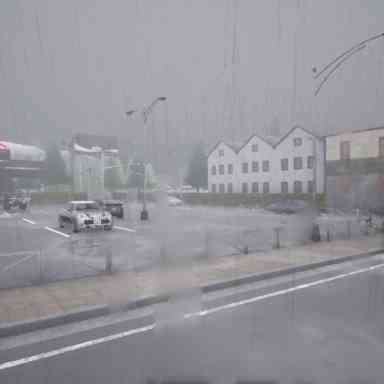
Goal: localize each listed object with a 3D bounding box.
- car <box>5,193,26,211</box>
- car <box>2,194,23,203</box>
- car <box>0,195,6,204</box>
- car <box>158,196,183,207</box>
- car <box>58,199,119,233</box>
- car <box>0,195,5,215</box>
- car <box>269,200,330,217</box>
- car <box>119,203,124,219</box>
[{"bbox_3d":[-20.193,1.092,37.895,1.905,1.878,3.866,0,0,-36],"label":"car"},{"bbox_3d":[-39.319,1.328,72.983,3.866,1.878,1.905,0,0,-36],"label":"car"},{"bbox_3d":[-39.548,1.495,65.854,4.611,1.667,2.242,0,0,-36],"label":"car"},{"bbox_3d":[-3.048,1.349,46.692,1.812,1.442,4.674,0,0,-35],"label":"car"},{"bbox_3d":[-5.683,1.248,17.625,1.970,1.475,3.806,0,0,-36],"label":"car"},{"bbox_3d":[-18.283,1.113,29.585,1.932,1.855,4.605,0,0,-36],"label":"car"},{"bbox_3d":[9.296,1.371,29.287,2.033,1.411,5.357,0,0,-35],"label":"car"},{"bbox_3d":[-6.810,1.313,25.488,2.007,1.523,4.514,0,0,-36],"label":"car"}]
